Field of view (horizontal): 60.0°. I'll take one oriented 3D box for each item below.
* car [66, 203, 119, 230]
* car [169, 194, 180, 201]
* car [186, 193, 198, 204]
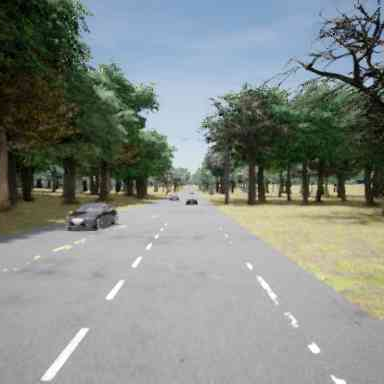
[{"bbox_3d":[-6.081,1.458,20.750,2.128,1.511,4.902,0,0,6],"label":"car"},{"bbox_3d":[-3.546,1.141,68.155,1.994,1.385,4.181,0,1,0],"label":"car"},{"bbox_3d":[-0.036,1.344,55.813,1.895,1.301,4.718,0,0,0],"label":"car"}]
